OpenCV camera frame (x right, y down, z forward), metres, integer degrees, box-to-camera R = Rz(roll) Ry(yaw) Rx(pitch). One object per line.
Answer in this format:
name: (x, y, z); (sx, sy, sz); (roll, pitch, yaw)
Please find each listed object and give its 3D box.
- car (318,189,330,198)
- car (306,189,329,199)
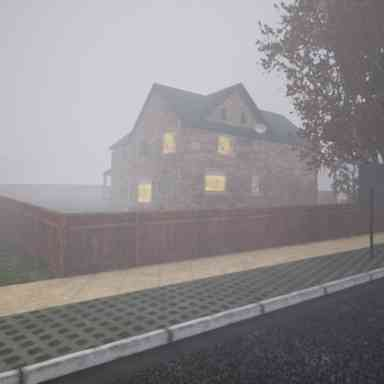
car: (19.023, 0.513, 47.421); (1.994, 1.385, 4.181); (1, 2, -3)
car: (21.311, 0.255, 56.769); (1.812, 1.442, 4.674); (1, 2, -3)
